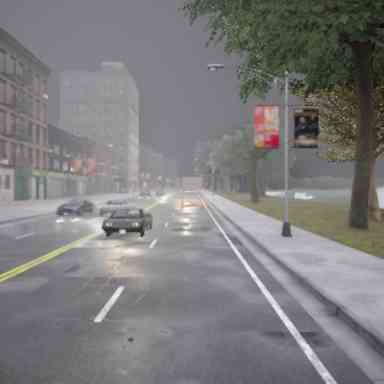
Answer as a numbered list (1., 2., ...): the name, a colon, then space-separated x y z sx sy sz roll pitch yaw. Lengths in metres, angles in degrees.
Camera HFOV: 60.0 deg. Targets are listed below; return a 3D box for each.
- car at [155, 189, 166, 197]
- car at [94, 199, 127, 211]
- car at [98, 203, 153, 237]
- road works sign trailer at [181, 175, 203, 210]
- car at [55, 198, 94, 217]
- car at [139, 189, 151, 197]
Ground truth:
1. car: -6.484 0.262 68.959 1.837 1.490 4.892 0 1 0
2. car: -6.590 1.315 28.536 1.895 1.301 4.718 0 1 0
3. car: -3.145 1.478 17.301 1.895 1.301 4.718 0 1 0
4. road works sign trailer: 0.008 0.052 34.889 2.380 3.560 2.880 0 1 0
5. car: -9.841 1.260 28.574 2.033 1.411 5.357 0 1 0
6. car: -9.734 0.117 68.986 2.097 1.767 4.553 0 1 0
